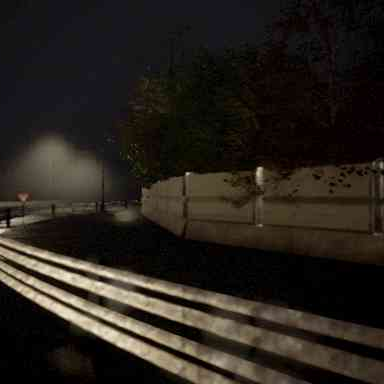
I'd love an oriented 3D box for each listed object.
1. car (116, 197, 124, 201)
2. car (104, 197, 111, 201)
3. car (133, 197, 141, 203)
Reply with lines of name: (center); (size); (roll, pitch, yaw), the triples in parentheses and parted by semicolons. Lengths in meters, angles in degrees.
car: (-20.122, 2.052, 93.275); (2.097, 1.767, 4.553); (0, -1, -13)
car: (-23.574, 2.204, 92.690); (1.837, 1.490, 4.892); (0, -1, -13)
car: (-15.221, 2.152, 92.680); (1.882, 1.535, 5.008); (0, 0, 3)
